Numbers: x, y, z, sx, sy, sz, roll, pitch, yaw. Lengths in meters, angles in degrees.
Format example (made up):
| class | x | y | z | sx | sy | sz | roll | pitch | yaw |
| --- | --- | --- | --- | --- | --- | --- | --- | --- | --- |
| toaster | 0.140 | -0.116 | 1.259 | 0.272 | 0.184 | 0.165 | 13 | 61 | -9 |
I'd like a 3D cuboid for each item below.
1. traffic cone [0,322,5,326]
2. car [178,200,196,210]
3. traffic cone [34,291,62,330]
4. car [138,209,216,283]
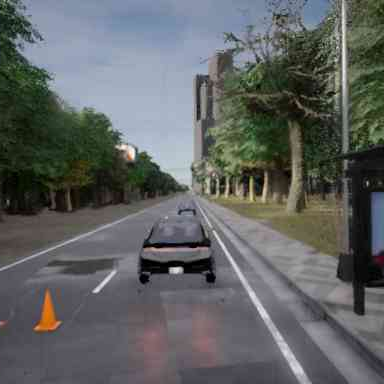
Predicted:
| class | x | y | z | sx | sy | sz | roll | pitch | yaw |
| --- | --- | --- | --- | --- | --- | --- | --- | --- | --- |
| traffic cone | -3.448 | 1.998 | 5.659 | 0.340 | 0.580 | 0.340 | -1 | 0 | 0 |
| car | -0.499 | 1.561 | 35.644 | 2.033 | 1.411 | 5.357 | -1 | 0 | 0 |
| traffic cone | -2.448 | 1.985 | 5.664 | 0.340 | 0.580 | 0.340 | -1 | 0 | 0 |
| car | -0.363 | 1.495 | 9.670 | 2.128 | 1.511 | 4.902 | -1 | 0 | 0 |
